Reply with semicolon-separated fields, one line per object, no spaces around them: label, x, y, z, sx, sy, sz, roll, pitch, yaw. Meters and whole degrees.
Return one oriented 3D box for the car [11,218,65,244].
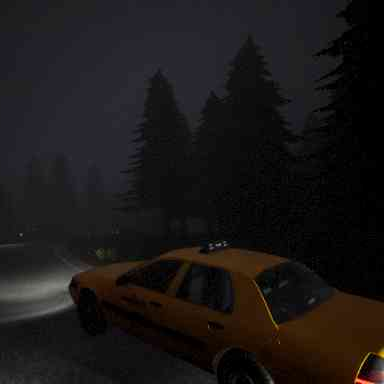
car;-12.737;3.229;28.184;2.150;2.045;5.566;-4;-7;7

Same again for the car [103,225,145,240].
car;-7.440;4.510;36.975;2.033;1.411;5.357;-4;-8;20

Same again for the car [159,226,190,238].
car;-2.316;5.544;46.281;1.882;1.535;5.008;-5;-8;30

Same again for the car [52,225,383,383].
car;0.121;1.441;4.753;5.366;1.575;1.801;0;1;43
